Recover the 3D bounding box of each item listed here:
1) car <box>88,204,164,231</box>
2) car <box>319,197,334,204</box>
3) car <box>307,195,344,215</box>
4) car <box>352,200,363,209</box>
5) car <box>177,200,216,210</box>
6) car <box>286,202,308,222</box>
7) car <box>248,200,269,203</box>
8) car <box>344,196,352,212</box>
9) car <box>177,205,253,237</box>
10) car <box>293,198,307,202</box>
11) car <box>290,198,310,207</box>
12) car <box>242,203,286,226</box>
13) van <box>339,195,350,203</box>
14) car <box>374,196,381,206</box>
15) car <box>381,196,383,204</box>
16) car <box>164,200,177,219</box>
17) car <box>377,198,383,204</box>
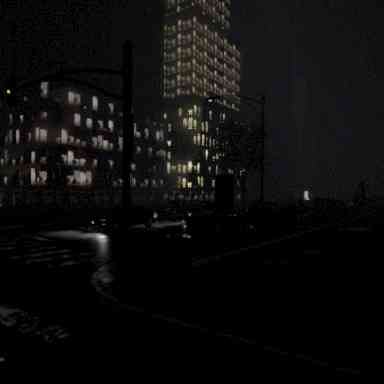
[{"bbox_3d":[-4.309,1.540,21.269,1.837,1.490,4.892,1,0,36],"label":"car"},{"bbox_3d":[28.187,1.839,69.600,1.947,1.339,4.313,1,0,36],"label":"car"},{"bbox_3d":[15.202,1.564,37.787,2.192,1.841,5.009,1,0,36],"label":"car"},{"bbox_3d":[25.030,1.768,51.229,1.967,1.590,4.097,1,0,36],"label":"car"},{"bbox_3d":[1.269,1.571,28.810,2.128,1.511,4.902,1,0,37],"label":"car"},{"bbox_3d":[7.963,1.773,27.922,1.802,1.307,4.206,1,0,36],"label":"car"},{"bbox_3d":[7.201,1.619,36.821,2.128,1.511,4.902,1,0,37],"label":"car"},{"bbox_3d":[18.473,1.715,42.271,1.967,1.590,4.097,1,0,36],"label":"car"},{"bbox_3d":[1.448,1.690,19.106,2.008,1.369,4.403,1,0,36],"label":"car"},{"bbox_3d":[14.146,1.706,40.852,2.128,1.511,4.902,1,0,36],"label":"car"},{"bbox_3d":[18.188,1.716,56.071,1.752,1.417,4.829,1,0,36],"label":"car"},{"bbox_3d":[4.707,1.731,23.515,1.947,1.339,4.313,1,0,36],"label":"car"},{"bbox_3d":[38.086,1.696,82.992,1.690,1.788,3.998,1,0,36],"label":"van"},{"bbox_3d":[35.028,1.935,64.757,1.752,1.417,4.829,1,0,36],"label":"car"},{"bbox_3d":[41.528,1.779,73.549,2.192,1.841,5.009,1,0,36],"label":"car"},{"bbox_3d":[-1.609,1.470,29.500,1.967,1.590,4.097,1,0,36],"label":"car"},{"bbox_3d":[44.824,2.042,78.013,2.008,1.369,4.403,1,0,36],"label":"car"}]
